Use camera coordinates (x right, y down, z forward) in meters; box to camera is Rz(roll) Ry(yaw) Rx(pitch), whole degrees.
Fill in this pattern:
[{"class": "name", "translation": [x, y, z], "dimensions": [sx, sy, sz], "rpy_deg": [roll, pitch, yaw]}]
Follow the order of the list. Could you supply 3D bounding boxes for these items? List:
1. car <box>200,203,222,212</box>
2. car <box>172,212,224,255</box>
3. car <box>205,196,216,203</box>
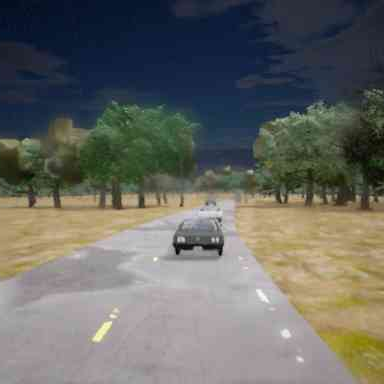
[{"class": "car", "translation": [1.649, 1.877, 28.814], "dimensions": [1.895, 1.301, 4.718], "rpy_deg": [0, -1, 7]}, {"class": "car", "translation": [0.343, 1.734, 13.968], "dimensions": [1.895, 1.301, 4.718], "rpy_deg": [0, -1, 3]}, {"class": "car", "translation": [4.060, 1.978, 71.680], "dimensions": [2.150, 2.045, 5.566], "rpy_deg": [0, -1, 7]}]
